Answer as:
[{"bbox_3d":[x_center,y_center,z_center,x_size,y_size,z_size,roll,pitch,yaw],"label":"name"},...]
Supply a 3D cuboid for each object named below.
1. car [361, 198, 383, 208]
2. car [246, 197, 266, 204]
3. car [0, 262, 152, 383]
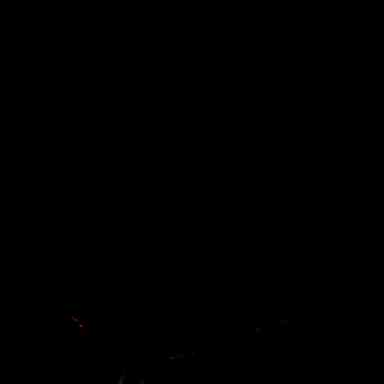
[{"bbox_3d":[27.397,1.681,48.799,1.837,1.490,4.892,0,2,-35],"label":"car"},{"bbox_3d":[13.139,1.739,68.868,1.812,1.442,4.674,0,0,-35],"label":"car"},{"bbox_3d":[-2.357,1.353,1.391,4.553,1.767,2.097,0,0,-35],"label":"car"}]
